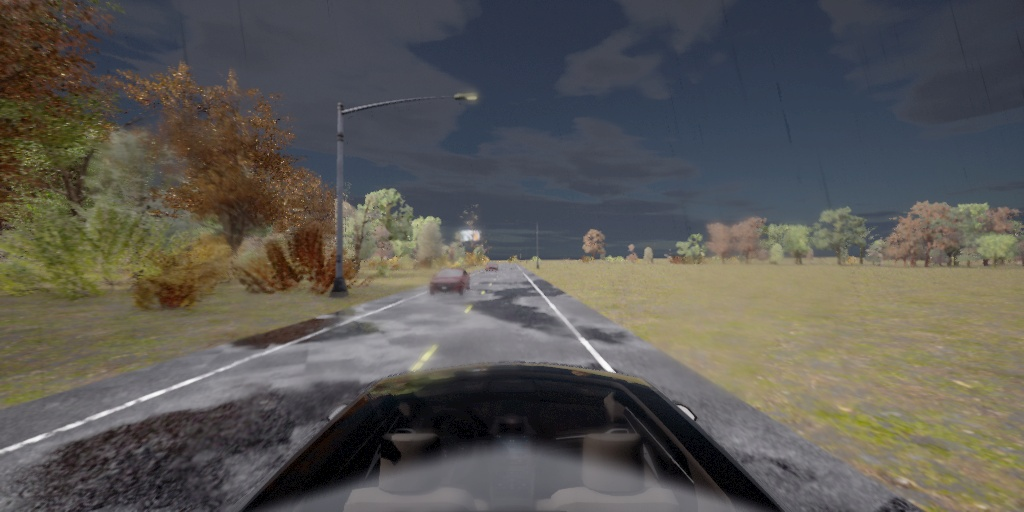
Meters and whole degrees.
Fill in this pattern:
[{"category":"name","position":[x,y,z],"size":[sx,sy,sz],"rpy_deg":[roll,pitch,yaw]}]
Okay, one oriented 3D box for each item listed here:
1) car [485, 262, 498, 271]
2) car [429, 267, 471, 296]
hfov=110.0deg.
[{"category":"car","position":[-3.520,1.797,63.394],"size":[2.097,1.767,4.553],"rpy_deg":[0,-1,0]},{"category":"car","position":[-3.598,1.451,21.561],"size":[1.882,1.535,5.008],"rpy_deg":[0,-1,0]}]
